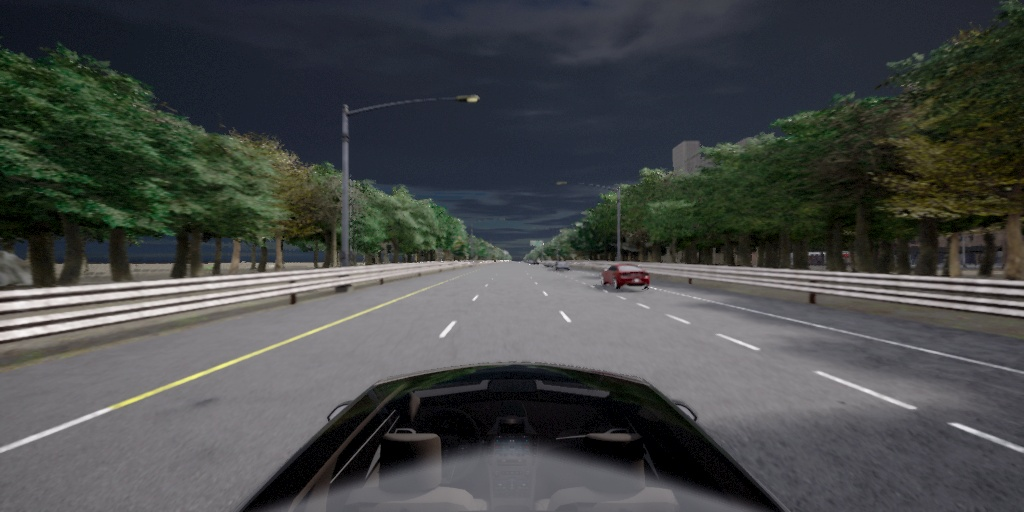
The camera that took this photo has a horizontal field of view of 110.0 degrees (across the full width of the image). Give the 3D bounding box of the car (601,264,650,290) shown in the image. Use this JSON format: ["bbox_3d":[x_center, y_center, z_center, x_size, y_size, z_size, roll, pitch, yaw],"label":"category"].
[{"bbox_3d":[7.020,1.231,22.650,1.882,1.535,5.008,0,0,0],"label":"car"}]

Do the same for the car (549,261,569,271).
[{"bbox_3d":[7.125,1.438,52.296,2.033,1.411,5.357,0,-1,0],"label":"car"}]
